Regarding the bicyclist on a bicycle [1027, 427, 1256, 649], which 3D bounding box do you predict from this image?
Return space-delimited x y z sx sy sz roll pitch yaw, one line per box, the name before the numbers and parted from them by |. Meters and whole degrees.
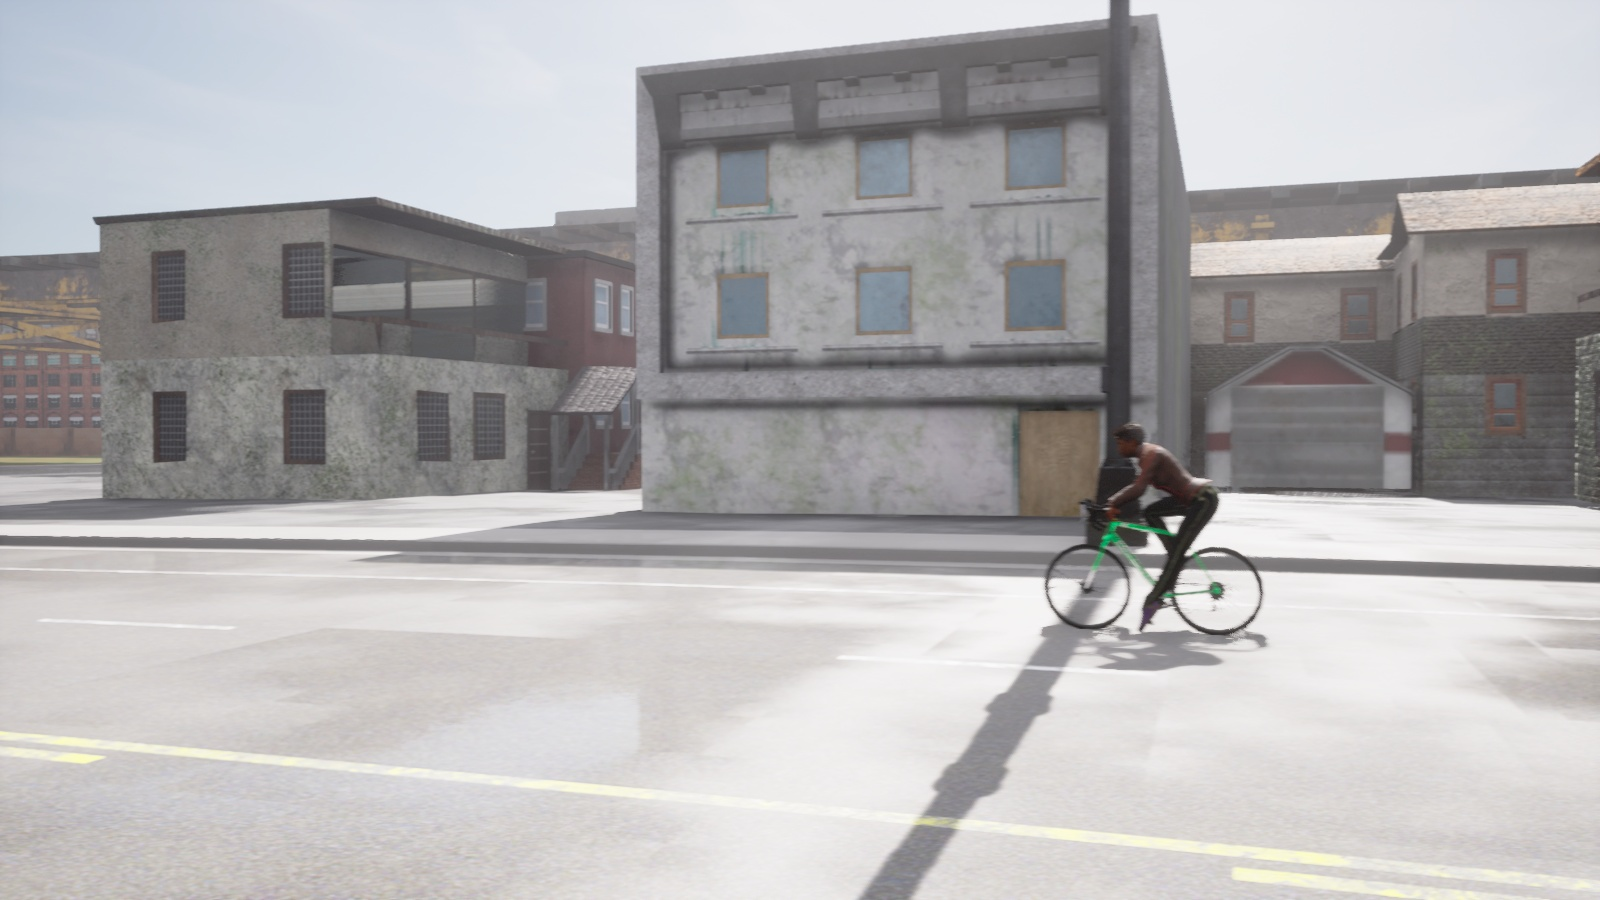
bicyclist on a bicycle | 2.629 0.634 9.693 1.656 1.620 0.582 0 1 19
